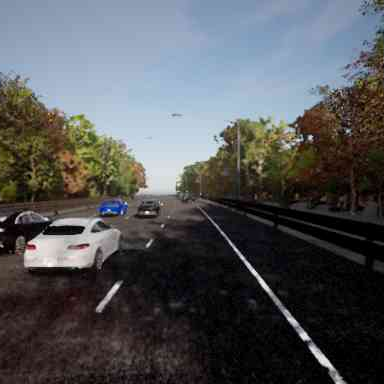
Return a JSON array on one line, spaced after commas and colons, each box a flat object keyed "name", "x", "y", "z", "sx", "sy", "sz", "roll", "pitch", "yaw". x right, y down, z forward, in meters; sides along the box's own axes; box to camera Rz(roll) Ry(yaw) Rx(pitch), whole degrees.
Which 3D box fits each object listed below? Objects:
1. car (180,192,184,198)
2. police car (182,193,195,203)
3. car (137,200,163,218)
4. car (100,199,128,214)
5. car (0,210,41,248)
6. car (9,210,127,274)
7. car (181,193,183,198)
[{"name": "car", "x": -1.214, "y": 1.202, "z": 82.087, "sx": 2.150, "sy": 2.045, "sz": 5.566, "roll": 0, "pitch": 0, "yaw": -3}, {"name": "police car", "x": -0.427, "y": 1.369, "z": 66.082, "sx": 1.930, "sy": 1.638, "sz": 5.238, "roll": 0, "pitch": 0, "yaw": -3}, {"name": "car", "x": -3.723, "y": 1.442, "z": 29.760, "sx": 1.837, "sy": 1.490, "sz": 4.892, "roll": 0, "pitch": 0, "yaw": -1}, {"name": "car", "x": -7.257, "y": 1.414, "z": 31.315, "sx": 1.882, "sy": 1.535, "sz": 5.008, "roll": 0, "pitch": 0, "yaw": -1}, {"name": "car", "x": -6.981, "y": 1.456, "z": 13.168, "sx": 2.128, "sy": 1.511, "sz": 4.902, "roll": 0, "pitch": 0, "yaw": 0}, {"name": "car", "x": -3.453, "y": 1.497, "z": 10.361, "sx": 1.812, "sy": 1.442, "sz": 4.674, "roll": 0, "pitch": 0, "yaw": 0}, {"name": "car", "x": -0.906, "y": 1.418, "z": 76.216, "sx": 1.801, "sy": 1.575, "sz": 5.366, "roll": 0, "pitch": 0, "yaw": -3}]
